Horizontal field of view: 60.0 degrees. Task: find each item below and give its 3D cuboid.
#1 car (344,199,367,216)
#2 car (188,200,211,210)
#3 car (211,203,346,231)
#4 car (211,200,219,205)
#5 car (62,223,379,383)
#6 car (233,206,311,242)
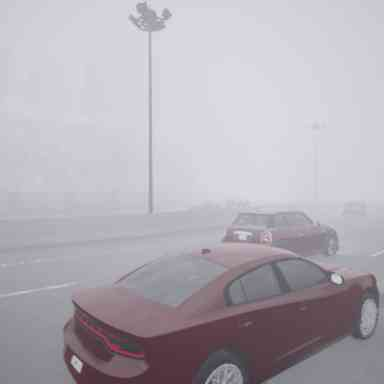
[{"bbox_3d":[16.159,1.453,32.987,1.882,1.535,5.008,0,0,30],"label":"car"},{"bbox_3d":[1.398,1.585,35.552,1.812,1.442,4.674,0,0,34],"label":"car"},{"bbox_3d":[3.079,1.357,11.266,4.553,1.767,2.097,0,0,-42],"label":"car"},{"bbox_3d":[4.380,1.176,33.705,2.128,1.511,4.902,0,0,34],"label":"car"},{"bbox_3d":[0.830,1.483,4.750,5.008,1.535,1.882,0,0,-38],"label":"car"},{"bbox_3d":[4.273,1.535,17.235,1.812,1.442,4.674,0,0,44],"label":"car"}]
